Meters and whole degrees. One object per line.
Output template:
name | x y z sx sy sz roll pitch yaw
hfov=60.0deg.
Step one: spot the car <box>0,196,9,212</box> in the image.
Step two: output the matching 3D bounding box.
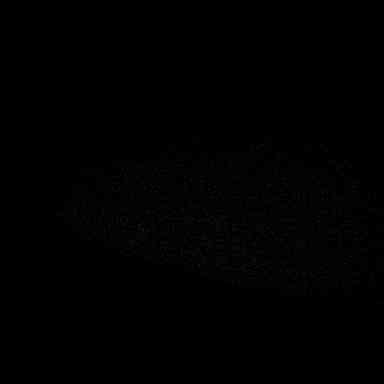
car | -22.437 1.353 37.419 2.150 2.045 5.566 0 -1 -15
